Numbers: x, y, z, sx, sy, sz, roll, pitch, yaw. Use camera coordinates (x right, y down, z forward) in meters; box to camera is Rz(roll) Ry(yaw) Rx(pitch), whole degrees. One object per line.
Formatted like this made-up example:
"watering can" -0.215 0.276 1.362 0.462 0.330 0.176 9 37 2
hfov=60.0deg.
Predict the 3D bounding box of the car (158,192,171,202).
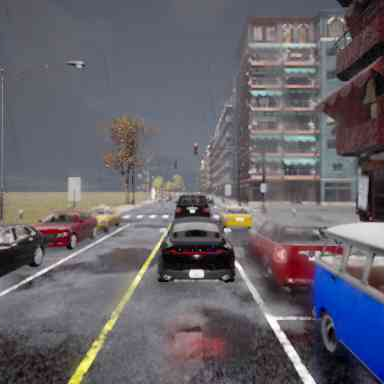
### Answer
"car" -5.297 1.137 63.377 1.967 1.590 4.097 1 0 0

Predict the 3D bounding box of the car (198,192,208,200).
"car" 2.587 0.929 80.835 2.192 1.841 5.009 1 0 0

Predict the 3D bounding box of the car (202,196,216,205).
"car" 2.581 1.299 52.531 2.008 1.369 4.403 1 0 0

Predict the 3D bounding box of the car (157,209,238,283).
"car" 0.101 1.460 9.447 1.837 1.490 4.892 0 1 0

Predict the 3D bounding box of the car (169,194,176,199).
"car" -5.295 1.146 91.648 1.802 1.307 4.206 1 0 0

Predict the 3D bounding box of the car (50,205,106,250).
"car" -5.304 1.476 14.055 1.887 1.381 4.507 1 0 0

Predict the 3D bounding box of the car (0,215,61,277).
"car" -5.305 1.509 8.519 2.008 1.369 4.403 1 0 0

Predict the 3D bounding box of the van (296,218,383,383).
"van" 2.577 1.324 3.382 1.690 1.788 3.998 1 0 0

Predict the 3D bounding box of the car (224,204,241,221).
"car" 2.577 1.427 20.187 1.752 1.417 4.829 1 0 0

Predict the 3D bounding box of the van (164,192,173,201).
"van" -5.294 0.984 74.684 1.690 1.788 3.998 1 0 0

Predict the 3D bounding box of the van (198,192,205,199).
"van" 2.588 0.902 92.157 1.690 1.788 3.998 1 0 0

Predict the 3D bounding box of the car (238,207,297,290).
"car" 2.576 1.396 8.927 1.967 1.590 4.097 1 0 0

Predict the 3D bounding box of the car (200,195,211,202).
"car" 2.582 1.276 63.853 1.802 1.307 4.206 1 0 0

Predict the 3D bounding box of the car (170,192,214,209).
"car" 0.084 1.121 20.741 2.150 2.045 5.566 0 0 1

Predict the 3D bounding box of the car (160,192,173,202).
"car" -5.295 0.985 69.031 2.192 1.841 5.009 1 0 0

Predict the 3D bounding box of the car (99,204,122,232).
"car" -5.304 1.431 19.421 1.752 1.417 4.829 1 0 0

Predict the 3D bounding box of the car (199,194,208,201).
"car" 2.584 1.207 75.175 1.947 1.339 4.313 1 0 0
